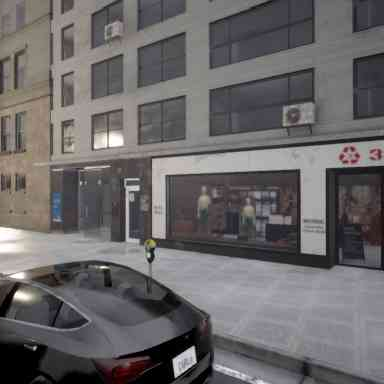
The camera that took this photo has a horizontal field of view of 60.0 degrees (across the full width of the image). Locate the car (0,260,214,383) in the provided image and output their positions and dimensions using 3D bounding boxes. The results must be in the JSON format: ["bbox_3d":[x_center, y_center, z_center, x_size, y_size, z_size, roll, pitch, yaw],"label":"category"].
[{"bbox_3d":[-1.755,1.566,4.218,4.313,1.339,1.947,0,0,36],"label":"car"}]
